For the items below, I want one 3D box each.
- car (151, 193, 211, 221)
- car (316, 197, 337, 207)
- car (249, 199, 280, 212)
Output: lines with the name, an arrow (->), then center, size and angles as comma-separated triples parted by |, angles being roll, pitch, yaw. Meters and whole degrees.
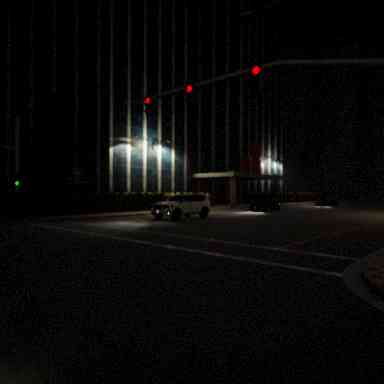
car -> -0.750, 1.136, 27.019 | 2.150, 2.045, 5.566 | 0, 0, 42
car -> 20.915, 1.462, 51.287 | 1.812, 1.442, 4.674 | 0, 0, 42
car -> 8.111, 1.478, 37.002 | 1.994, 1.385, 4.181 | 0, 1, 42
